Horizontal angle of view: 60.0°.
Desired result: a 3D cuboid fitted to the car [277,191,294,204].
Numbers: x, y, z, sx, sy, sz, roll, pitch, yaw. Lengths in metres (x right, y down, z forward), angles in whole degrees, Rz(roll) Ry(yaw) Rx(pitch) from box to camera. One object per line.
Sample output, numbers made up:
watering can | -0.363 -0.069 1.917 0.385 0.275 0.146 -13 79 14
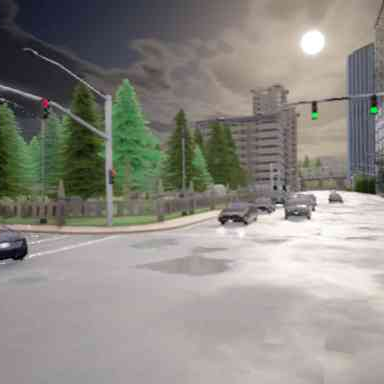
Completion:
car | 14.376 0.817 50.907 2.097 1.767 4.553 -1 0 21

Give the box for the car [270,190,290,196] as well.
car | 10.708 0.800 41.613 2.150 2.045 5.566 -1 0 22

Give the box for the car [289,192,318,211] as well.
car | 11.540 0.964 34.202 2.097 1.767 4.553 -1 0 22

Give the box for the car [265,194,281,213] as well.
car | 6.974 1.241 32.151 2.033 1.411 5.357 -1 0 21

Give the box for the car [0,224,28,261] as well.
car | -7.443 1.607 11.053 4.181 1.385 1.994 -1 0 29

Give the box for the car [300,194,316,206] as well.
car | 15.387 0.998 43.880 1.837 1.490 4.892 -1 0 22

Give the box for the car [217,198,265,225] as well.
car | 3.312 1.355 22.766 2.033 1.411 5.357 -1 0 21

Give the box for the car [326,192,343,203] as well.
car | 21.505 0.927 49.913 1.994 1.385 4.181 -1 0 21

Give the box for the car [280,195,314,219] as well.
car | 8.215 1.220 25.708 1.837 1.490 4.892 -1 0 21

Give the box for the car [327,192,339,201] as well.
car | 25.114 0.756 59.184 1.837 1.490 4.892 -1 0 21
